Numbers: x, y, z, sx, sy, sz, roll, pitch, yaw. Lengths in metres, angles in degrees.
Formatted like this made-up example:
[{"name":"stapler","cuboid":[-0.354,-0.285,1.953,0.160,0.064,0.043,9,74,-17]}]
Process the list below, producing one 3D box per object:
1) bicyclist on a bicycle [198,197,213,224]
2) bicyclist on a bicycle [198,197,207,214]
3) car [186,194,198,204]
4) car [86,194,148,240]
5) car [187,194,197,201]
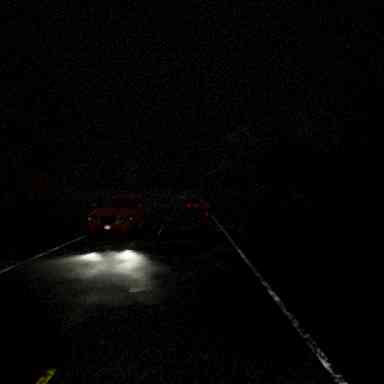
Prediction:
[{"name":"bicyclist on a bicycle","cuboid":[0.983,1.320,22.204,0.866,1.612,1.509,0,0,0]},{"name":"bicyclist on a bicycle","cuboid":[0.983,1.271,31.634,0.866,1.612,1.509,0,0,0]},{"name":"car","cuboid":[0.103,1.230,56.500,1.812,1.442,4.674,0,0,0]},{"name":"car","cuboid":[-3.598,1.133,16.922,2.150,2.045,5.566,0,0,0]},{"name":"car","cuboid":[0.008,1.155,73.682,2.033,1.411,5.357,0,0,0]}]
